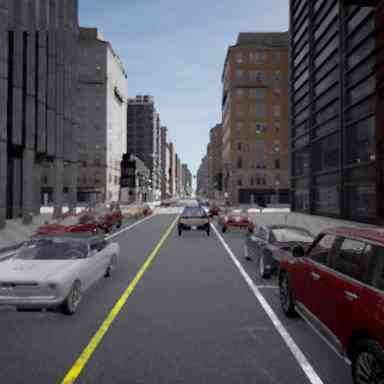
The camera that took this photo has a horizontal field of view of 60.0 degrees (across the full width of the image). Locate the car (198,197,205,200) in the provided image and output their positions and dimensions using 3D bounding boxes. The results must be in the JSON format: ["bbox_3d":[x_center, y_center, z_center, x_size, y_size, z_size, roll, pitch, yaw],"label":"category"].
[{"bbox_3d":[2.741,2.361,70.970,1.802,1.307,4.206,1,-1,0],"label":"car"}]

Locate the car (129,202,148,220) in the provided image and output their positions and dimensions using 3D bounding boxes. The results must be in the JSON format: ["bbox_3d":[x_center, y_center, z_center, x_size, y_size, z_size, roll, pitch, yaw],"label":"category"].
[{"bbox_3d":[-5.820,1.881,32.551,1.752,1.417,4.829,1,-1,0],"label":"car"}]

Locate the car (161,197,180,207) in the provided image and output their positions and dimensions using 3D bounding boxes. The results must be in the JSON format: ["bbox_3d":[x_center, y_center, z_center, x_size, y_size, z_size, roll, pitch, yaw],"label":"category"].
[{"bbox_3d":[-2.955,1.625,48.609,1.882,1.535,5.008,0,-1,0],"label":"car"}]

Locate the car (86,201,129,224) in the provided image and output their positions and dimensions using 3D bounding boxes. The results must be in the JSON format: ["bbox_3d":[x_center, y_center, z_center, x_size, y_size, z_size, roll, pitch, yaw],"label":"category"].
[{"bbox_3d":[-5.828,1.550,21.475,2.192,1.841,5.009,1,-1,0],"label":"car"}]

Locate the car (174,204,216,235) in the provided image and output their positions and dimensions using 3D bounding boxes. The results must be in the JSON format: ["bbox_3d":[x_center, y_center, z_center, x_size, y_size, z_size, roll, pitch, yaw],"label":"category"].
[{"bbox_3d":[0.118,1.715,20.281,2.128,1.511,4.902,0,0,0],"label":"car"}]

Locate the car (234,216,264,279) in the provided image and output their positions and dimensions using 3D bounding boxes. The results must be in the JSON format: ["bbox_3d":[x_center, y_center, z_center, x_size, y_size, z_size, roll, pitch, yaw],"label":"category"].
[{"bbox_3d":[2.685,1.663,10.208,2.008,1.369,4.403,1,-1,0],"label":"car"}]

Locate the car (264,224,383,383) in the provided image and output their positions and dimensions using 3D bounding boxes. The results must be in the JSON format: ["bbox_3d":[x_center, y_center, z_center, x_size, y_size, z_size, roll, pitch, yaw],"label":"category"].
[{"bbox_3d":[2.682,1.366,4.586,2.192,1.841,5.009,1,-1,0],"label":"car"}]

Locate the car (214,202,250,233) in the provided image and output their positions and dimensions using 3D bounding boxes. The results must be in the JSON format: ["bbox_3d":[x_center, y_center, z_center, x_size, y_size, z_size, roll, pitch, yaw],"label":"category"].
[{"bbox_3d":[2.697,1.675,21.457,1.967,1.590,4.097,1,-1,0],"label":"car"}]

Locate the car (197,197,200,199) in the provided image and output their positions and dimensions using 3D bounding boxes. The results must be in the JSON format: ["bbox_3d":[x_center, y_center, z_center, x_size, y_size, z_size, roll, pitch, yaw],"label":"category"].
[{"bbox_3d":[2.751,2.486,82.316,1.802,1.307,4.206,1,-1,0],"label":"car"}]

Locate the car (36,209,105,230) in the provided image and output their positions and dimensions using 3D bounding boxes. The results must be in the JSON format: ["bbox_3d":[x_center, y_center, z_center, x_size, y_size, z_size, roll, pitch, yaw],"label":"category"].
[{"bbox_3d":[-5.835,1.718,15.848,1.887,1.381,4.507,1,-1,0],"label":"car"}]

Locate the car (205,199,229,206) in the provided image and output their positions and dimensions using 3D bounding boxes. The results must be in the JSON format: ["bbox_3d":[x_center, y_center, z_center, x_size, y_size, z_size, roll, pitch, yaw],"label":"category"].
[{"bbox_3d":[2.708,1.673,32.707,2.192,1.841,5.009,1,-1,0],"label":"car"}]

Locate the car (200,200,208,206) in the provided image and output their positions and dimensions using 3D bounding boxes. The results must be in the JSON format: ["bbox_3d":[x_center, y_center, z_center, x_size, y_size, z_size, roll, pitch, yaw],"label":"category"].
[{"bbox_3d":[2.746,2.423,76.643,1.802,1.307,4.206,1,-1,0],"label":"car"}]

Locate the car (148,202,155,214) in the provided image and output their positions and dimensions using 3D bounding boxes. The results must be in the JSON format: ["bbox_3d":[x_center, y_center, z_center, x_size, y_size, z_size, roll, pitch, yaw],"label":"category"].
[{"bbox_3d":[-5.815,1.964,38.345,1.887,1.381,4.507,1,-1,0],"label":"car"}]

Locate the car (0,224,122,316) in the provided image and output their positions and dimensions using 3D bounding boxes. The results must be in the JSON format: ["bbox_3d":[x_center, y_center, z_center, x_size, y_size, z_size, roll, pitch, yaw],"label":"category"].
[{"bbox_3d":[-3.094,1.686,7.800,1.895,1.301,4.718,0,-1,0],"label":"car"}]

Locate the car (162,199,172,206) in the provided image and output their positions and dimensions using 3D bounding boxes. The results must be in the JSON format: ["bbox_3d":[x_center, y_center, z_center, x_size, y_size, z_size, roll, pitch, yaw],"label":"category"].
[{"bbox_3d":[-5.779,2.386,76.660,1.887,1.381,4.507,1,-1,0],"label":"car"}]

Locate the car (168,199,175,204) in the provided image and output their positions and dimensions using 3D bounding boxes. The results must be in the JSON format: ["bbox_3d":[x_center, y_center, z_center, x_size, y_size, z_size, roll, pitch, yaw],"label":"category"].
[{"bbox_3d":[-5.764,2.614,93.677,1.802,1.307,4.206,1,-1,0],"label":"car"}]

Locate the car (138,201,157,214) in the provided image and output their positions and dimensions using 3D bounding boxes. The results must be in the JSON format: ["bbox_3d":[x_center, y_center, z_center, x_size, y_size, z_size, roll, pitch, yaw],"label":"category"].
[{"bbox_3d":[-5.809,2.005,43.799,1.752,1.417,4.829,1,-1,0],"label":"car"}]

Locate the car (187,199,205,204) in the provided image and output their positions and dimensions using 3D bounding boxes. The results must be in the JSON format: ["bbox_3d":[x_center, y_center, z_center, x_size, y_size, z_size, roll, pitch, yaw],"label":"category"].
[{"bbox_3d":[0.135,1.889,37.563,1.882,1.535,5.008,0,-1,0],"label":"car"}]
